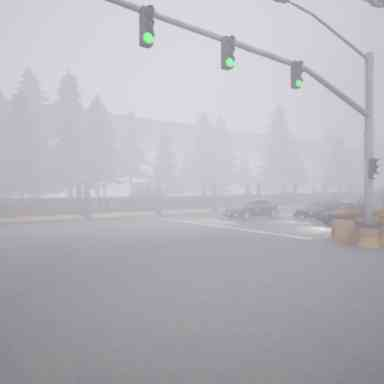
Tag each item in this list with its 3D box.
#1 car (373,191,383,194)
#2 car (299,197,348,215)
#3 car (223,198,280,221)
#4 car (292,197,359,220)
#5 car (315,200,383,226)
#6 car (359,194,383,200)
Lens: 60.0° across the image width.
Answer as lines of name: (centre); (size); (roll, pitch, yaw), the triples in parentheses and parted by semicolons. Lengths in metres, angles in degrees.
car: (20.124, 0.877, 36.270); (5.566, 2.045, 2.150); (-1, 1, -35)
car: (12.153, 1.230, 30.590); (4.892, 1.490, 1.837); (0, 1, -36)
car: (4.557, 1.274, 25.187); (4.892, 1.490, 1.837); (0, 1, -35)
car: (9.789, 1.326, 24.612); (5.357, 1.411, 2.033); (0, 1, -35)
car: (9.775, 1.382, 20.310); (4.181, 1.385, 1.994); (0, 1, -35)
car: (17.468, 1.226, 30.080); (4.902, 1.511, 2.128); (0, 1, -36)
